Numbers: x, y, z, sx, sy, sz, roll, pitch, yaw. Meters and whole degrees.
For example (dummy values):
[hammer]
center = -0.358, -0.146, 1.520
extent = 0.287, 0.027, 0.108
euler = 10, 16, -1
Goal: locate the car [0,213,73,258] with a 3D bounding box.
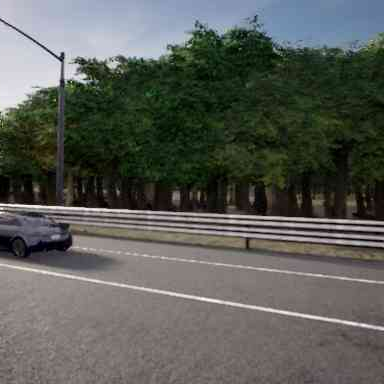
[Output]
[car]
center = -6.436, 1.488, 12.312
extent = 4.181, 1.385, 1.994
euler = 1, -1, 28
